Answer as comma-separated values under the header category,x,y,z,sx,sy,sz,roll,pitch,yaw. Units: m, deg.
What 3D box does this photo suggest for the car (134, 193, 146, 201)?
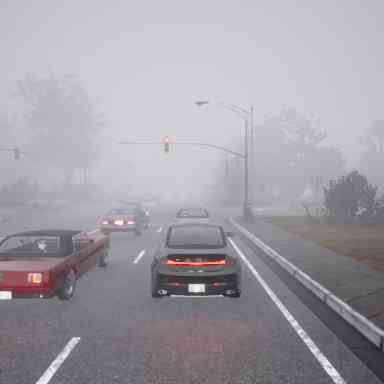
category,x,y,z,sx,sy,sz,roll,pitch,yaw
car,-10.720,0.999,68.844,1.994,1.385,4.181,0,1,-1

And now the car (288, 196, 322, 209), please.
category,x,y,z,sx,sy,sz,roll,pitch,yaw
car,13.633,1.212,38.484,4.902,1.511,2.128,0,0,-3

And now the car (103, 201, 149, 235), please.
category,x,y,z,sx,sy,sz,roll,pitch,yaw
car,-3.462,1.440,17.835,2.033,1.411,5.357,0,0,-1

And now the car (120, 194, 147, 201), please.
category,x,y,z,sx,sy,sz,roll,pitch,yaw
car,-7.209,1.263,41.067,1.994,1.385,4.181,0,0,0

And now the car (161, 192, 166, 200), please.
category,x,y,z,sx,sy,sz,roll,pitch,yaw
car,-7.279,0.759,72.443,2.097,1.767,4.553,0,1,-1

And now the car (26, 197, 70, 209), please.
category,x,y,z,sx,sy,sz,roll,pitch,yaw
car,-17.266,1.308,40.000,4.718,1.301,1.895,0,1,-15

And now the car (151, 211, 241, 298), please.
category,x,y,z,sx,sy,sz,roll,pitch,yaw
car,0.080,1.472,8.429,1.837,1.490,4.892,0,0,0

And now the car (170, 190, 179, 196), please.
category,x,y,z,sx,sy,sz,roll,pitch,yaw
car,-4.986,0.270,94.854,2.097,1.767,4.553,0,1,-7

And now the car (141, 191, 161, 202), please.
category,x,y,z,sx,sy,sz,roll,pitch,yaw
car,-7.241,1.036,59.184,2.128,1.511,4.902,0,1,0

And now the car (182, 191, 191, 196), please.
category,x,y,z,sx,sy,sz,roll,pitch,yaw
car,-1.506,0.452,95.224,2.033,1.411,5.357,0,1,-7

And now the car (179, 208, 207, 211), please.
category,x,y,z,sx,sy,sz,roll,pitch,yaw
car,0.064,1.494,17.742,1.895,1.301,4.718,0,0,0

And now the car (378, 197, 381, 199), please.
category,x,y,z,sx,sy,sz,roll,pitch,yaw
car,24.301,0.938,39.114,5.566,2.045,2.150,0,0,-3

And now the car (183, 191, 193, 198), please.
category,x,y,z,sx,sy,sz,roll,pitch,yaw
car,-0.745,0.772,85.347,1.994,1.385,4.181,0,1,-4

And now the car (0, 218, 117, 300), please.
category,x,y,z,sx,sy,sz,roll,pitch,yaw
car,-3.421,1.569,8.246,1.895,1.301,4.718,0,0,0

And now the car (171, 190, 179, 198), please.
category,x,y,z,sx,sy,sz,roll,pitch,yaw
car,-4.217,0.752,84.807,2.128,1.511,4.902,0,1,-4

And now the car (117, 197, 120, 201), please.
category,x,y,z,sx,sy,sz,roll,pitch,yaw
car,-10.735,1.141,53.714,2.033,1.411,5.357,0,0,0

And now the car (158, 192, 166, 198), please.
category,x,y,z,sx,sy,sz,roll,pitch,yaw
car,-7.876,0.722,87.345,2.033,1.411,5.357,0,1,-3
